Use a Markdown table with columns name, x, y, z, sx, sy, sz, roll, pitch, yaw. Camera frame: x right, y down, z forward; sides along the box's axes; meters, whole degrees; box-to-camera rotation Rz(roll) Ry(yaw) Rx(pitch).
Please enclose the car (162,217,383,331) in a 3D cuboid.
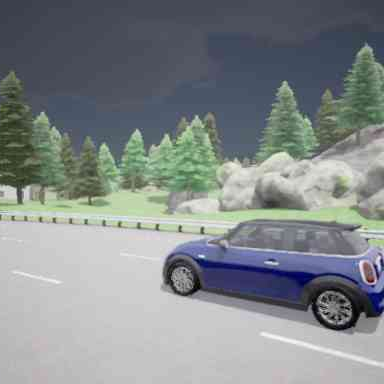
| name | x | y | z | sx | sy | sz | roll | pitch | yaw |
| --- | --- | --- | --- | --- | --- | --- | --- | --- | --- |
| car | 1.530 | 1.330 | 7.056 | 4.553 | 1.767 | 2.097 | 0 | 0 | 35 |
